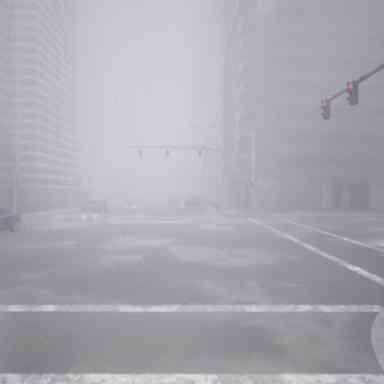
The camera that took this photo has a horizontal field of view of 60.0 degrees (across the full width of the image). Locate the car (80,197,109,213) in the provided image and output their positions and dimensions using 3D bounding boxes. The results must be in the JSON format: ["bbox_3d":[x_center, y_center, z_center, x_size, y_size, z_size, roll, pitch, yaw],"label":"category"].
[{"bbox_3d":[-10.610,1.557,36.697,2.033,1.411,5.357,0,0,0],"label":"car"}]

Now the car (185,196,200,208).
[{"bbox_3d":[0.084,1.365,48.701,2.097,1.767,4.553,0,0,0],"label":"car"}]

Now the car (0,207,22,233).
[{"bbox_3d":[-10.606,1.482,16.874,1.882,1.535,5.008,0,0,0],"label":"car"}]

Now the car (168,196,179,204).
[{"bbox_3d":[-3.522,1.508,63.327,2.128,1.511,4.902,0,0,0],"label":"car"}]

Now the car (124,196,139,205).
[{"bbox_3d":[-10.567,1.521,58.501,1.837,1.490,4.892,0,0,1],"label":"car"}]
